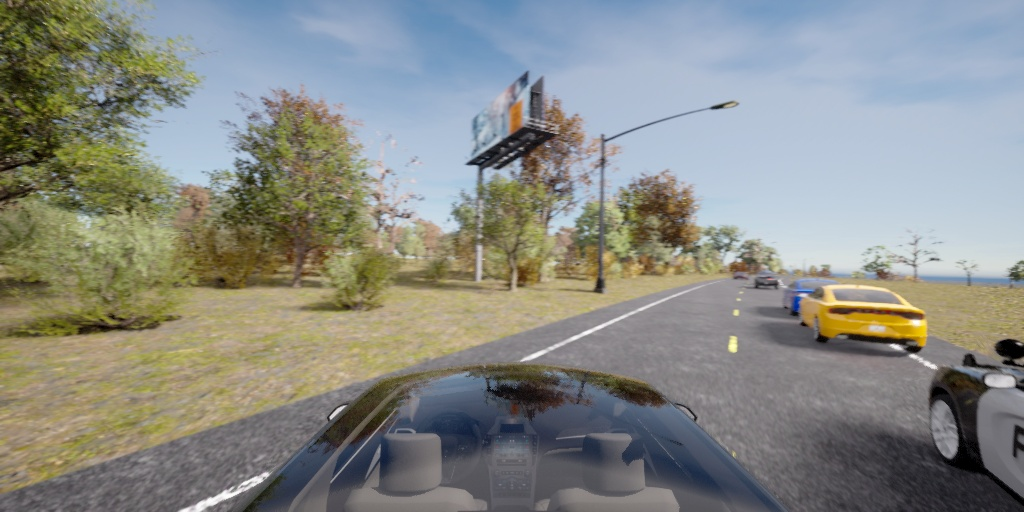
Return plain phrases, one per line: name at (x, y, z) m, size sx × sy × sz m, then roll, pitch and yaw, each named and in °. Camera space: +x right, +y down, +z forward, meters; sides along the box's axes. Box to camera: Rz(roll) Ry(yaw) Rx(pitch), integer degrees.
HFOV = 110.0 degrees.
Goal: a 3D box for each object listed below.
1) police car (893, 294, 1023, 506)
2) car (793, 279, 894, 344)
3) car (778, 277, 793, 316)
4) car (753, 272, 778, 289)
police car at (4.420, 1.272, 1.919) m, size 1.930 × 1.638 × 5.238 m, roll 1°, pitch -1°, yaw 32°
car at (9.654, 1.560, 10.267) m, size 1.882 × 1.535 × 5.008 m, roll 1°, pitch -1°, yaw 32°
car at (12.879, 1.714, 15.300) m, size 1.882 × 1.535 × 5.008 m, roll 1°, pitch -1°, yaw 33°
car at (24.533, 2.363, 34.595) m, size 2.128 × 1.511 × 4.902 m, roll 1°, pitch -1°, yaw 35°
